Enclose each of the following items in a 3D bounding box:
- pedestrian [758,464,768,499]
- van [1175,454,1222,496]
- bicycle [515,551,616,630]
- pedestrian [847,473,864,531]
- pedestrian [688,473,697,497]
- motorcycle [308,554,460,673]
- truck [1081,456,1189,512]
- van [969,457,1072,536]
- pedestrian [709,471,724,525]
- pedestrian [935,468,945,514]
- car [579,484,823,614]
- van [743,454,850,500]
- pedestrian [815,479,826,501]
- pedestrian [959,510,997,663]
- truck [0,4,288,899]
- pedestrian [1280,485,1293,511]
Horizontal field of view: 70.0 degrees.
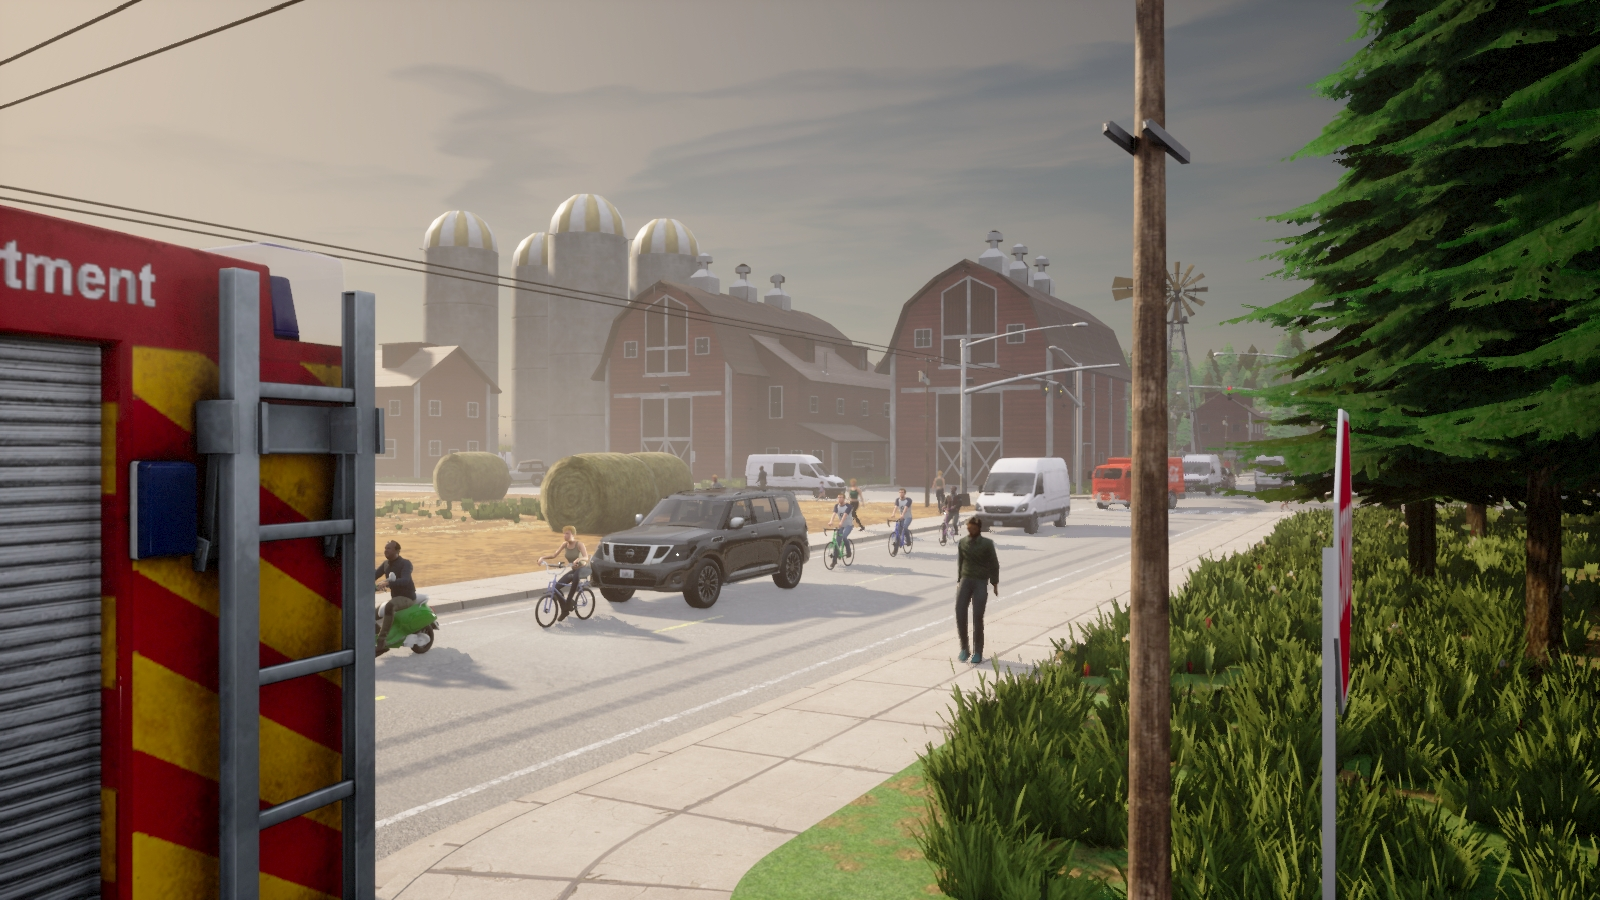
[{"bbox_3d":[-1.984,1.670,60.818,0.375,1.860,0.375,0,0,27],"label":"pedestrian"},{"bbox_3d":[25.715,1.534,73.539,1.988,2.561,5.915,0,0,28],"label":"van"},{"bbox_3d":[-3.808,2.256,18.627,0.859,1.080,1.487,0,0,28],"label":"bicycle"},{"bbox_3d":[1.806,1.695,37.153,0.375,1.860,0.375,0,0,43],"label":"pedestrian"},{"bbox_3d":[-5.956,1.951,63.172,0.375,1.300,0.375,0,0,23],"label":"pedestrian"},{"bbox_3d":[-5.549,2.142,15.359,0.856,1.316,1.805,0,0,28],"label":"motorcycle"},{"bbox_3d":[15.920,1.548,54.208,5.204,2.467,2.627,-1,1,-43],"label":"truck"},{"bbox_3d":[7.935,1.534,40.598,1.988,2.561,5.915,0,0,28],"label":"van"},{"bbox_3d":[-2.932,1.677,39.978,0.375,1.860,0.375,0,0,36],"label":"pedestrian"},{"bbox_3d":[5.770,1.694,47.040,0.375,1.860,0.375,0,0,15],"label":"pedestrian"},{"bbox_3d":[-1.733,1.779,22.472,2.150,2.045,5.566,0,0,27],"label":"car"},{"bbox_3d":[-0.220,1.504,65.696,5.915,2.561,1.988,0,0,27],"label":"van"},{"bbox_3d":[1.085,2.052,59.023,0.500,1.100,0.500,0,0,10],"label":"pedestrian"},{"bbox_3d":[2.244,1.696,14.370,0.375,1.860,0.375,0,0,28],"label":"pedestrian"},{"bbox_3d":[-6.051,0.867,3.692,8.468,3.827,2.891,0,0,21],"label":"truck"},{"bbox_3d":[20.916,2.072,49.098,0.500,1.100,0.500,0,0,24],"label":"pedestrian"}]
